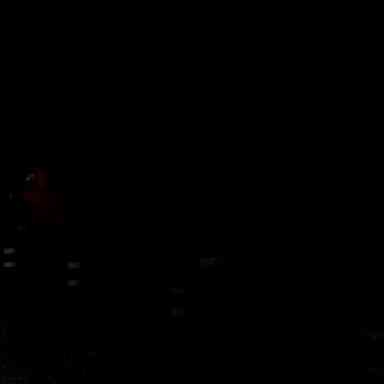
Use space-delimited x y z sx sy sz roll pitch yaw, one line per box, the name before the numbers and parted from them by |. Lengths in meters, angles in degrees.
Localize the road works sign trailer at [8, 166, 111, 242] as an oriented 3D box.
road works sign trailer | -4.908 0.813 12.149 3.560 2.880 2.380 3 -41 36
